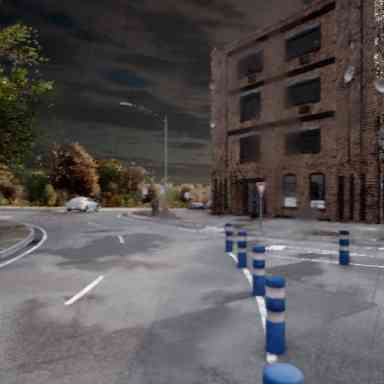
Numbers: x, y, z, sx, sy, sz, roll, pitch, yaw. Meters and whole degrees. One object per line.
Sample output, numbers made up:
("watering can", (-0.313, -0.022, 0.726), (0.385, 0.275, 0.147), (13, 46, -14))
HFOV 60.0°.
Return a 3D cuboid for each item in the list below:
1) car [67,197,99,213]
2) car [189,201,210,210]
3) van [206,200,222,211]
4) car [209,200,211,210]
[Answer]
("car", (-10.681, 1.237, 32.729), (1.812, 1.442, 4.674), (0, -1, 4))
("car", (0.849, 2.333, 53.674), (2.002, 1.452, 4.674), (2, -2, 18))
("van", (4.290, 2.625, 64.235), (1.878, 1.987, 4.442), (0, -3, 18))
("car", (2.541, 2.599, 58.896), (2.163, 1.488, 4.792), (0, -3, 18))
